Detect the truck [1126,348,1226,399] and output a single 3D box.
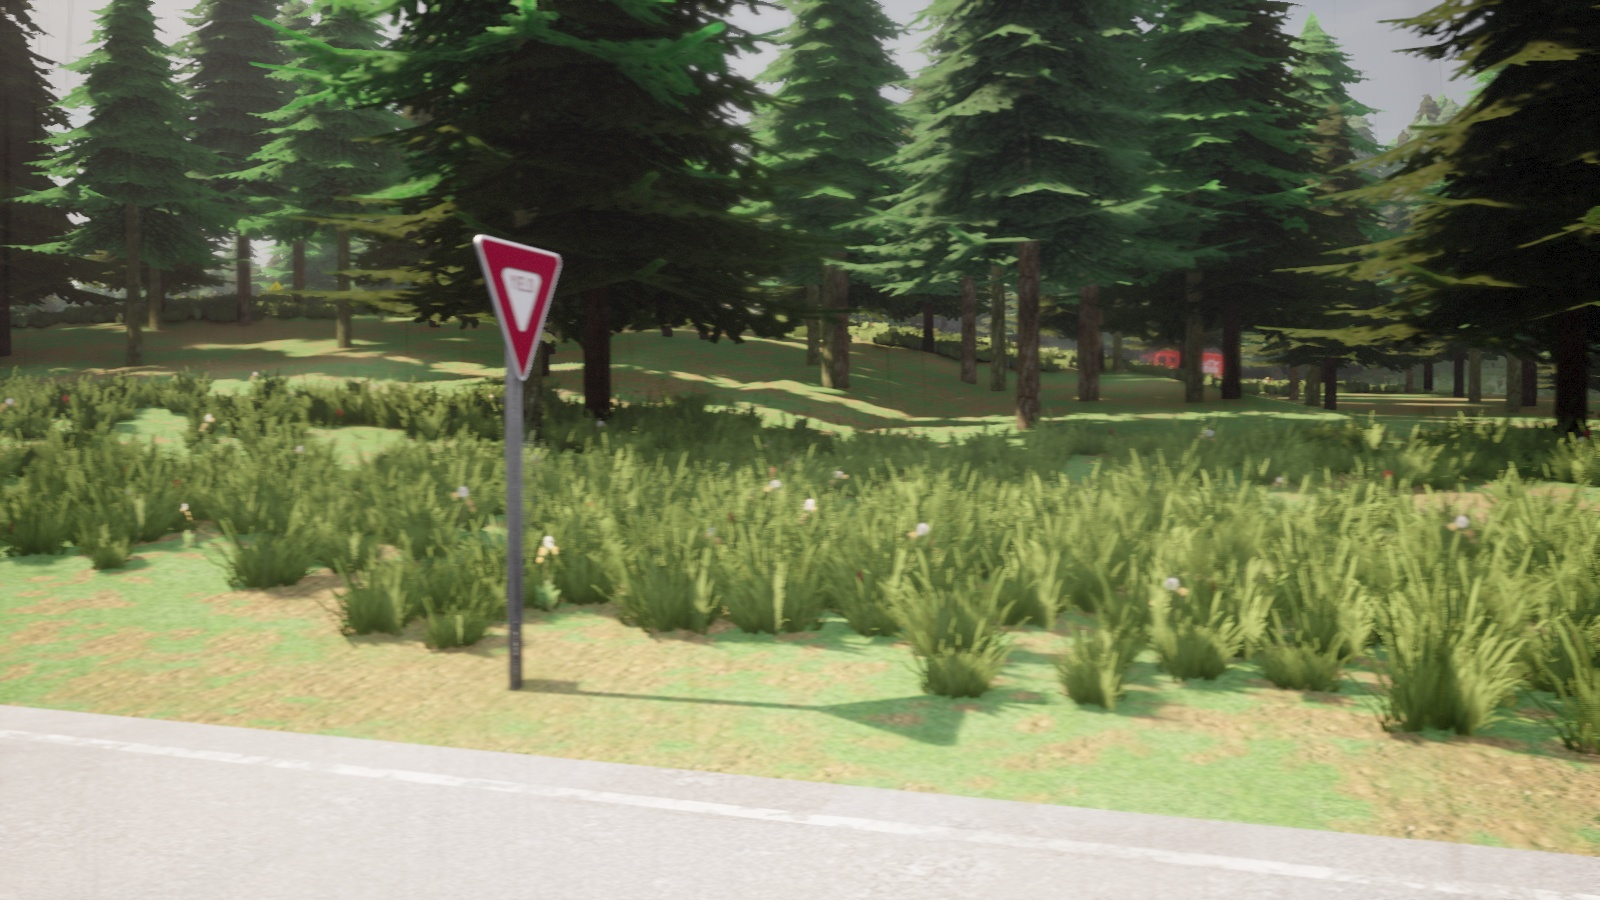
[{"bbox_3d":[22.609,-4.563,75.506,5.204,2.467,2.627,5,-1,-24],"label":"truck"}]
